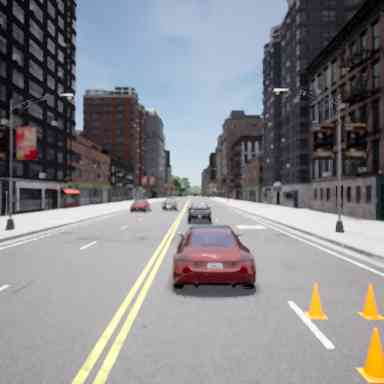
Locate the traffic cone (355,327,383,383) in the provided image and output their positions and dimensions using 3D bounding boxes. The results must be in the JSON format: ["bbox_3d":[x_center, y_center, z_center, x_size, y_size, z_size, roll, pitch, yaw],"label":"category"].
[{"bbox_3d":[2.267,1.976,4.109,0.340,0.580,0.340,0,0,0],"label":"traffic cone"}]

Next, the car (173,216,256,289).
[{"bbox_3d":[0.516,1.600,9.336,1.994,1.385,4.181,0,0,0],"label":"car"}]

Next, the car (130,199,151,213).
[{"bbox_3d":[-6.063,1.618,39.394,1.882,1.535,5.008,0,0,0],"label":"car"}]

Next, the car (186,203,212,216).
[{"bbox_3d":[0.581,1.594,26.625,2.128,1.511,4.902,0,0,0],"label":"car"}]

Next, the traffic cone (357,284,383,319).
[{"bbox_3d":[3.274,1.984,6.105,0.340,0.580,0.340,0,0,0],"label":"traffic cone"}]

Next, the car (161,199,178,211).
[{"bbox_3d":[-2.796,1.650,42.712,2.128,1.511,4.902,0,0,0],"label":"car"}]

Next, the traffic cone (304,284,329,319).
[{"bbox_3d":[2.274,1.983,6.109,0.340,0.580,0.340,0,0,0],"label":"traffic cone"}]
